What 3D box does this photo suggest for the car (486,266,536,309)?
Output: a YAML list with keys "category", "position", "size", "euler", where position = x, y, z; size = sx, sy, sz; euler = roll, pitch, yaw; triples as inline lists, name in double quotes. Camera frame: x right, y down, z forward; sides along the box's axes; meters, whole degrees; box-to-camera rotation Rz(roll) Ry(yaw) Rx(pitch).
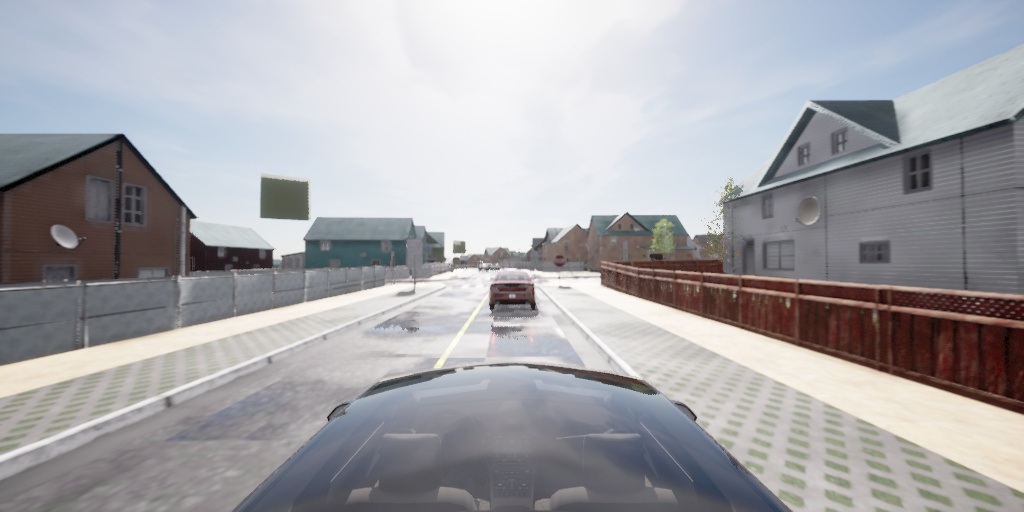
- category: "car"
  position: [0.034, 1.378, 15.954]
  size: [1.882, 1.535, 5.008]
  euler: [0, -1, 1]
